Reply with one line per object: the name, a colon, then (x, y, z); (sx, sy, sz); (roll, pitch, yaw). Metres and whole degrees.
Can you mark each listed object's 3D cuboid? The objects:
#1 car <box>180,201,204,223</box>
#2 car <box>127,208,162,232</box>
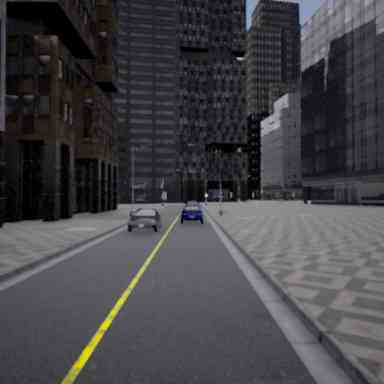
car: (0.012, 1.812, 28.662); (1.882, 1.535, 5.008); (0, 0, 0)
car: (-3.006, 1.782, 22.032); (1.812, 1.442, 4.674); (0, -1, 0)
